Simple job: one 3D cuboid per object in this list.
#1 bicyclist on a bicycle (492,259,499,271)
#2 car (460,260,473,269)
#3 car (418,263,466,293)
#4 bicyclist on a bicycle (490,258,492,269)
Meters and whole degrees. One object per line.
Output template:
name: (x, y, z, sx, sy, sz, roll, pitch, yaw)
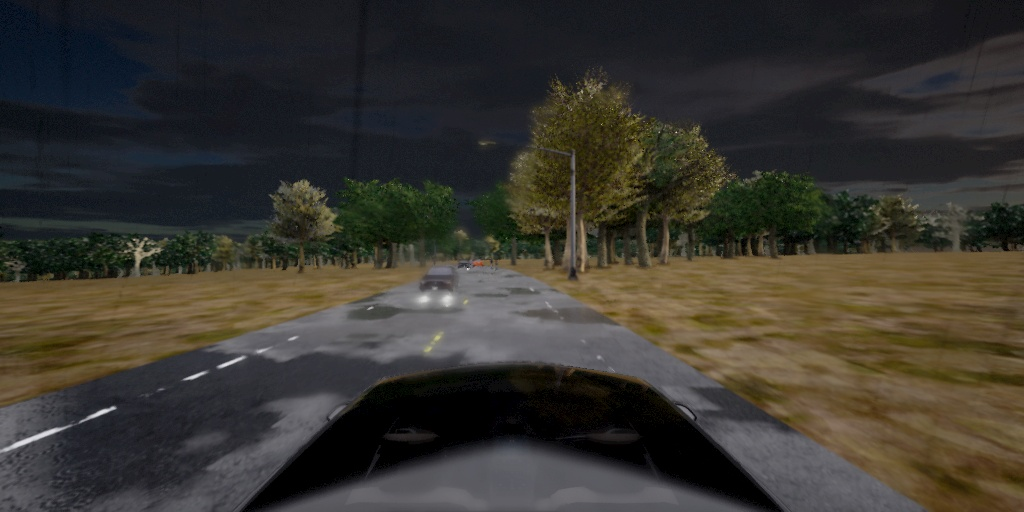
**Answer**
bicyclist on a bicycle: (-2.133, 1.315, 50.557, 0.582, 1.620, 1.656, 0, -1, -7)
car: (-8.367, 1.476, 62.792, 2.033, 1.411, 5.357, 0, 0, -8)
car: (-4.137, 1.322, 21.293, 2.033, 1.411, 5.357, 0, 0, -3)
bicyclist on a bicycle: (-3.375, 1.280, 59.675, 0.659, 1.776, 1.843, 0, 0, -8)
